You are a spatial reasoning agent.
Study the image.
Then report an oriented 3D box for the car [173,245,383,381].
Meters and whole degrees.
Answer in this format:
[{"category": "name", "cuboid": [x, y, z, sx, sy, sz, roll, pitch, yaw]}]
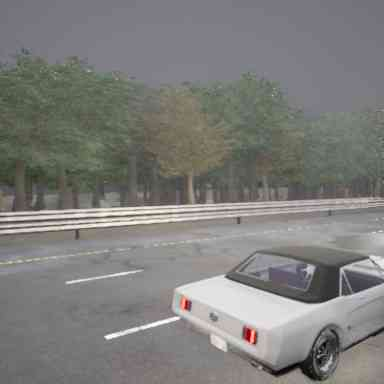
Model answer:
[{"category": "car", "cuboid": [2.137, 1.550, 5.396, 4.718, 1.301, 1.895, -1, 0, -36]}]
